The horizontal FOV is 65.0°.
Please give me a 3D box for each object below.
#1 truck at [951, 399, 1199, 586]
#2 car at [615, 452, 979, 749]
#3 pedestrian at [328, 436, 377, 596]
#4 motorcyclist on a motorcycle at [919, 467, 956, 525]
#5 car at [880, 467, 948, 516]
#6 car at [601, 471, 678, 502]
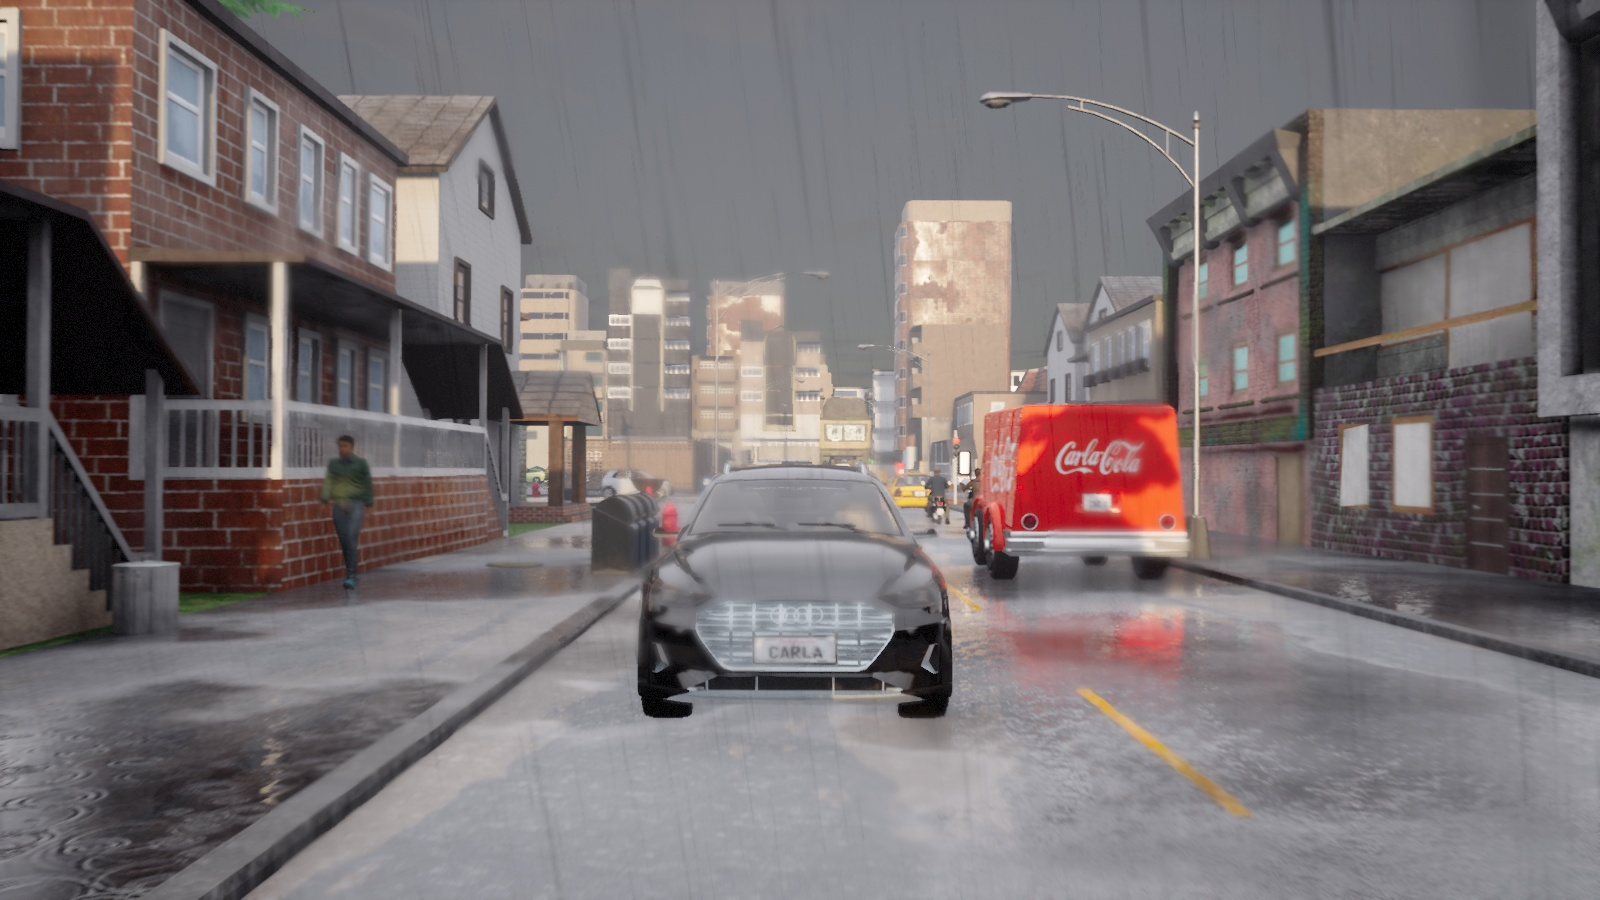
[{"bbox_3d":[3.948,0.599,19.212,2.627,2.467,5.204,0,-1,0],"label":"truck"},{"bbox_3d":[-0.026,0.885,9.456,2.033,1.649,4.856,0,-1,0],"label":"car"},{"bbox_3d":[-5.276,0.766,14.823,0.353,1.847,0.614,0,-1,0],"label":"pedestrian"},{"bbox_3d":[3.909,1.291,35.847,0.866,1.590,1.817,0,-1,0],"label":"motorcyclist on a motorcycle"},{"bbox_3d":[3.898,1.394,43.647,1.801,1.575,5.366,0,-1,-1],"label":"car"},{"bbox_3d":[-7.994,1.804,62.682,3.633,1.501,1.845,0,-1,0],"label":"car"}]
